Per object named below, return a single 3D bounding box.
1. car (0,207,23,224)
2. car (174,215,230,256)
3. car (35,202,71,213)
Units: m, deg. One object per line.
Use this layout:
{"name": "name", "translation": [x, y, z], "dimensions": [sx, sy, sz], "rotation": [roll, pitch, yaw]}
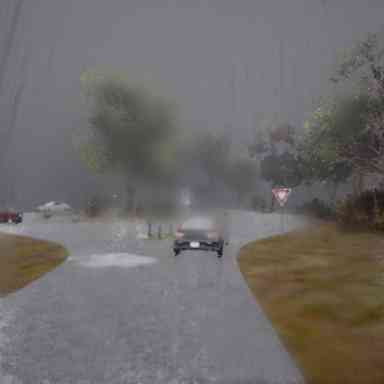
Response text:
{"name": "car", "translation": [-15.121, 1.876, 26.308], "dimensions": [4.718, 1.301, 1.895], "rotation": [-1, -1, 44]}
{"name": "car", "translation": [0.494, 1.669, 13.708], "dimensions": [1.812, 1.442, 4.674], "rotation": [0, -1, 10]}
{"name": "car", "translation": [-17.938, 1.974, 43.075], "dimensions": [1.812, 1.442, 4.674], "rotation": [0, -1, 31]}
